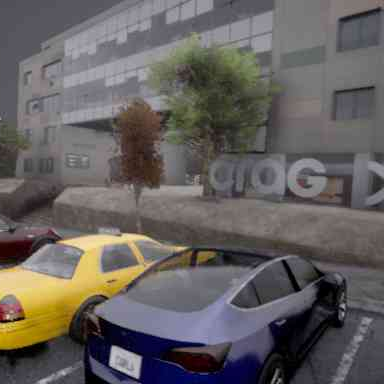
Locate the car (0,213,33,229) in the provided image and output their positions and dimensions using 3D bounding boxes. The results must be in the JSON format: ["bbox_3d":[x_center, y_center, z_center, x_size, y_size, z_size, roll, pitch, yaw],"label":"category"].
[{"bbox_3d":[-6.076,1.318,9.575,2.185,1.767,4.553,0,0,36],"label":"car"}]

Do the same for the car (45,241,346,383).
[{"bbox_3d":[0.783,1.502,4.758,2.163,1.488,4.792,0,0,36],"label":"car"}]

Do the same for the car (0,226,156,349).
[{"bbox_3d":[-1.400,1.460,6.507,1.946,1.575,5.366,0,0,35],"label":"car"}]
